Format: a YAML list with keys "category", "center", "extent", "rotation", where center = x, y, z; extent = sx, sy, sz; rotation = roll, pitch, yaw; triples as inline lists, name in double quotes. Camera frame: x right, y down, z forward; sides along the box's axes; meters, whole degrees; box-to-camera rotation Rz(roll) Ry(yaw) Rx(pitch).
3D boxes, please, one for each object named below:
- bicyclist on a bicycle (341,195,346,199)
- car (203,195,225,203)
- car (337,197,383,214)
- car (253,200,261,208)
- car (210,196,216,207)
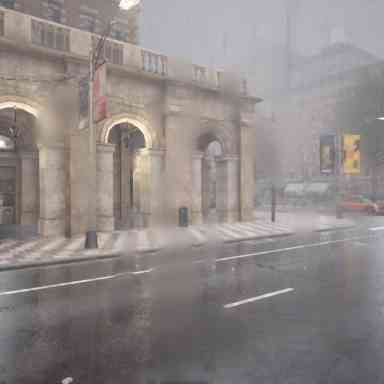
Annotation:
- category: "bicyclist on a bicycle"
  center: [26.016, 1.300, 56.959]
  extent: [1.656, 1.620, 0.582]
  rotation: [0, 0, -36]
- category: "car"
  center: [4.709, 1.518, 72.949]
  extent: [2.128, 1.511, 4.902]
  rotation: [0, 0, -36]
- category: "car"
  center: [17.811, 1.351, 35.069]
  extent: [2.097, 1.767, 4.553]
  rotation: [0, 0, -36]
- category: "car"
  center: [7.858, 1.505, 48.822]
  extent: [1.837, 1.490, 4.892]
  rotation: [0, 0, -36]
- category: "car"
  center: [1.428, 1.595, 46.360]
  extent: [1.895, 1.301, 4.718]
  rotation: [0, 0, -36]
